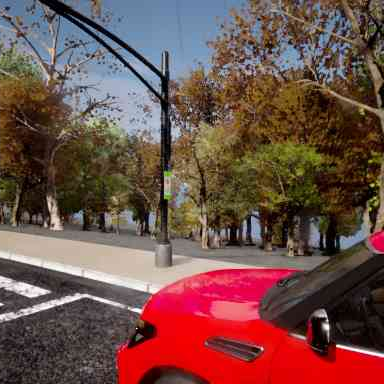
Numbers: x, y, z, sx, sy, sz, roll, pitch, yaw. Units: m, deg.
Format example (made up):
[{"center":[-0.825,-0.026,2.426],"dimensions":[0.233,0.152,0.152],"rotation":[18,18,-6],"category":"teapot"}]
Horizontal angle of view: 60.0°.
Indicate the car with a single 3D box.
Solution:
[{"center":[1.997,1.222,2.289],"dimensions":[5.566,2.045,2.150],"rotation":[0,0,34],"category":"car"}]
